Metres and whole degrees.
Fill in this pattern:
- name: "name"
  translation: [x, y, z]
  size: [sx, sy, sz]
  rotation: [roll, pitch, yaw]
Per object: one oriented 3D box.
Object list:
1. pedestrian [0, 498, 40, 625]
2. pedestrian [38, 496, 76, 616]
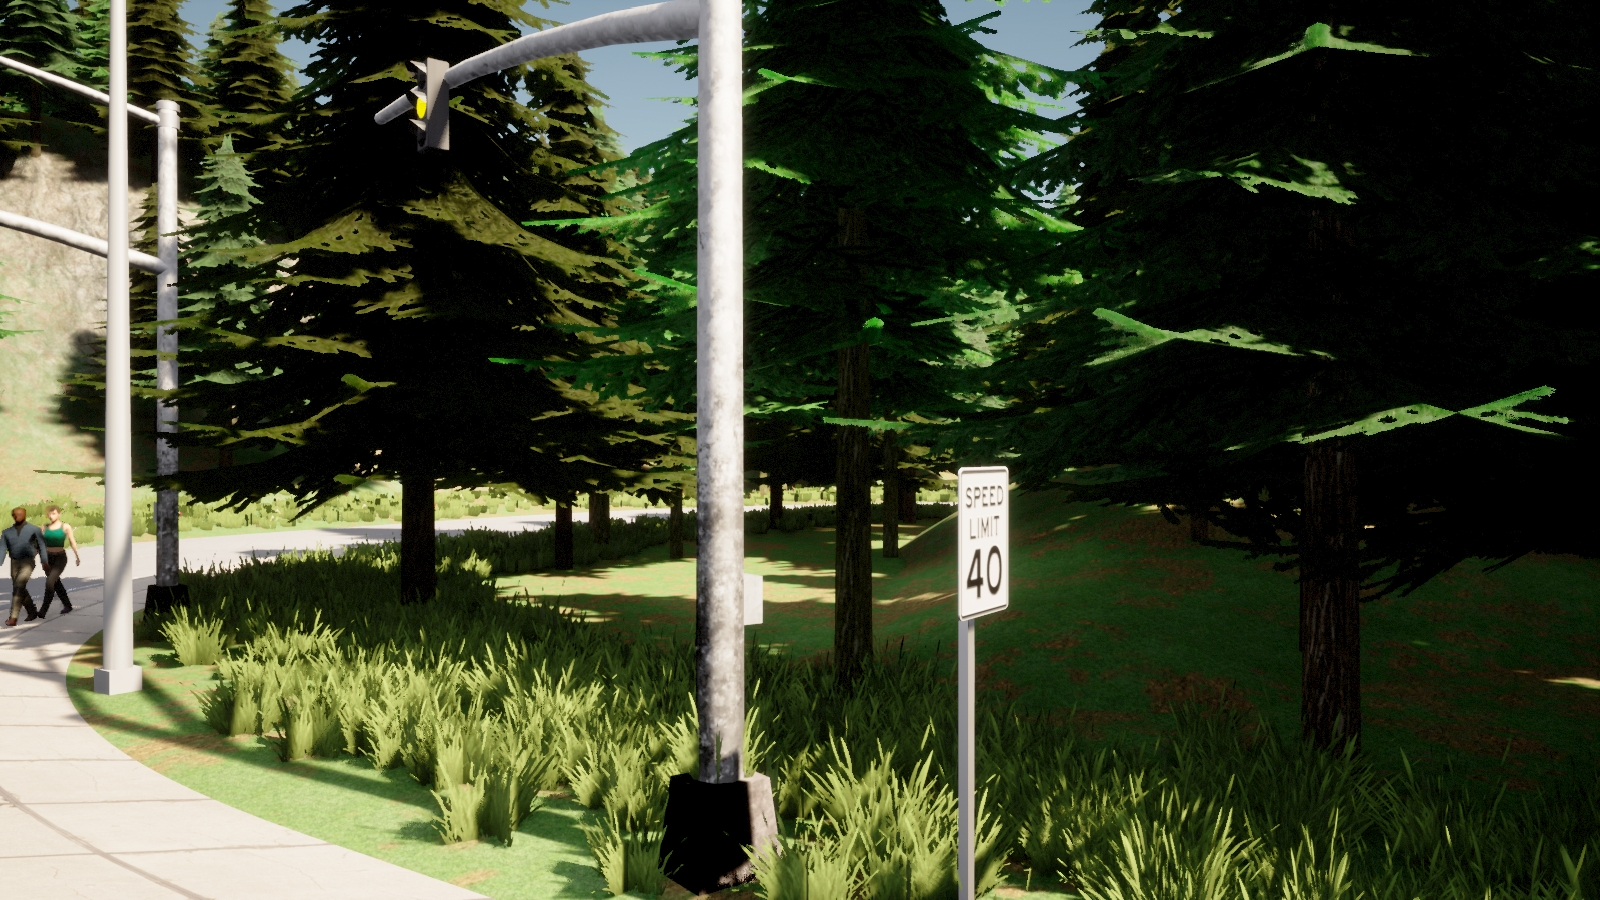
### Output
- name: "pedestrian"
  translation: [-11.729, 1.668, 17.178]
  size: [0.375, 1.860, 0.375]
  rotation: [0, 0, -10]
- name: "pedestrian"
  translation: [-11.737, 1.668, 18.044]
  size: [0.375, 1.860, 0.375]
  rotation: [0, 0, -6]
